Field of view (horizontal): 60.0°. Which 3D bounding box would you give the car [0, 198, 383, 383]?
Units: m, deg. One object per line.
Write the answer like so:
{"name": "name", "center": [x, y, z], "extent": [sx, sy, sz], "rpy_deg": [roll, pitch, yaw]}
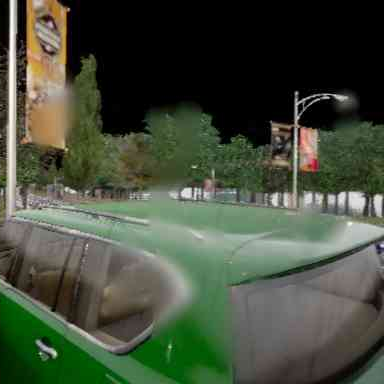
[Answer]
{"name": "car", "center": [-0.858, 1.089, 3.436], "extent": [2.150, 2.045, 5.566], "rpy_deg": [-3, 4, -44]}

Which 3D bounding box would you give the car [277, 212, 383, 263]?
{"name": "car", "center": [7.406, 2.197, 17.833], "extent": [2.150, 2.045, 5.566], "rpy_deg": [1, -1, -32]}
